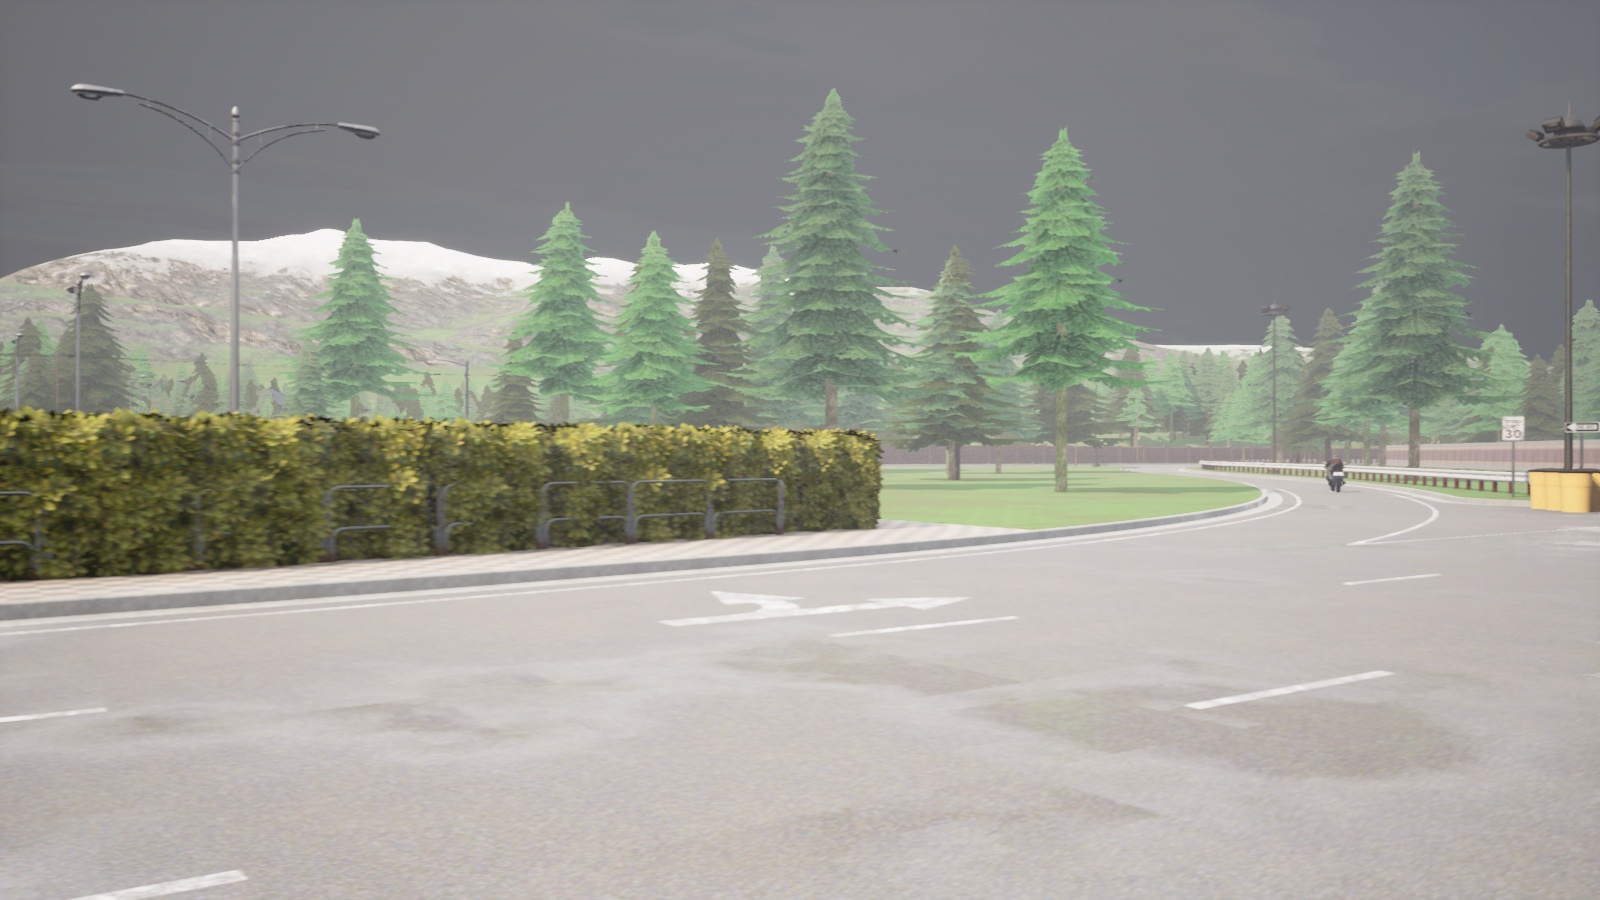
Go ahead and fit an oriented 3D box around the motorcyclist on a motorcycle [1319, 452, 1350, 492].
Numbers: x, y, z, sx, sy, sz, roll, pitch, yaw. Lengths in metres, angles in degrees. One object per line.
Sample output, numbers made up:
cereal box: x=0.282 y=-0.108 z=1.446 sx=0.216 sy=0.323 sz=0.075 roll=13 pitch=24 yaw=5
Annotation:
motorcyclist on a motorcycle: x=21.147 y=0.857 z=49.727 sx=0.866 sy=1.530 sz=2.191 roll=0 pitch=0 yaw=17
